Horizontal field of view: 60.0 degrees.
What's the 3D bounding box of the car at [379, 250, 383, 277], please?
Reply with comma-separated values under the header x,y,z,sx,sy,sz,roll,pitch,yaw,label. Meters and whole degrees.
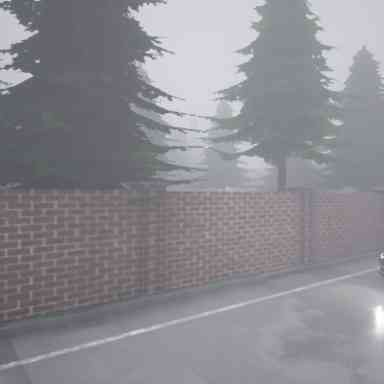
x,y,z,sx,sy,sz,roll,pitch,yaw,label
6.981,1.614,9.100,4.892,1.490,1.837,1,-1,-36,car
